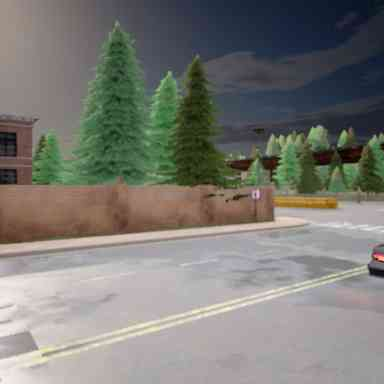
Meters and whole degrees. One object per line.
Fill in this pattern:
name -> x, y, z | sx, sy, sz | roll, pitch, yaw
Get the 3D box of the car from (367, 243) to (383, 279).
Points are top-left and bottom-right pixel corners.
car -> 6.545, 1.495, 8.385 | 5.357, 1.411, 2.033 | 0, 0, -35
